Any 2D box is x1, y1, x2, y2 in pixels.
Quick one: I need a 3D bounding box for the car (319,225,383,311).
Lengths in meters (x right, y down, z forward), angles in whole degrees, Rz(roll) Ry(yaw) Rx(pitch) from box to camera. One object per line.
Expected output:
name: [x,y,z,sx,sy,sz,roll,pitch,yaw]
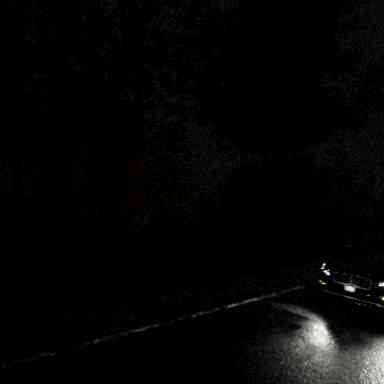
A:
car: [4.841,1.507,7.448,4.892,1.490,1.837,0,0,-36]
